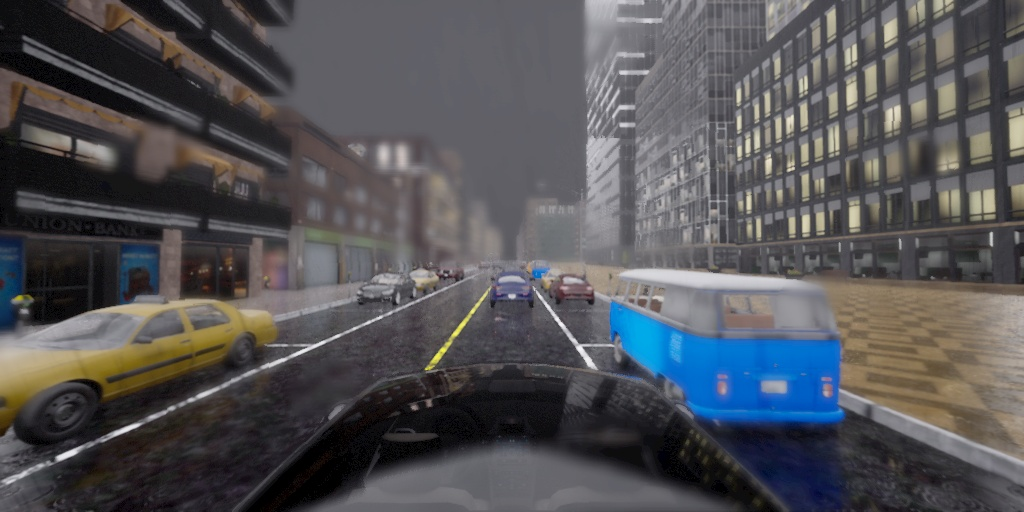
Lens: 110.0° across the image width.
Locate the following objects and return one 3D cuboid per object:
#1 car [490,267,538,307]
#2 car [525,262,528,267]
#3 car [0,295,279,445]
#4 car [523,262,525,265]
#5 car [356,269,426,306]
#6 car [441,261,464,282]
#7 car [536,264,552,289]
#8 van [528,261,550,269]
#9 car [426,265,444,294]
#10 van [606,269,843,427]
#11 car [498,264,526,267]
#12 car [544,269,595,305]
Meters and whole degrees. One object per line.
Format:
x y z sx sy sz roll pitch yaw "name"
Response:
0.006 1.412 16.231 1.812 1.442 4.674 0 0 0 "car"
3.147 1.682 49.441 1.882 1.535 5.008 0 -1 0 "car"
-5.689 1.311 5.362 1.751 1.417 4.829 0 0 0 "car"
3.154 1.776 56.441 1.837 1.490 4.892 0 -1 0 "car"
-5.687 1.441 16.670 2.007 1.370 4.403 0 0 0 "car"
-5.685 1.364 33.379 2.192 1.841 5.009 0 0 0 "car"
2.695 1.469 22.407 1.751 1.417 4.829 0 0 0 "car"
2.696 1.390 33.377 1.690 1.789 3.998 0 0 0 "van"
-5.686 1.469 22.071 1.751 1.417 4.829 0 0 0 "car"
2.692 1.127 5.530 1.690 1.789 3.998 0 0 0 "van"
0.006 1.627 30.973 1.895 1.301 4.718 0 -1 0 "car"
2.694 1.473 16.668 1.802 1.307 4.207 0 0 0 "car"
